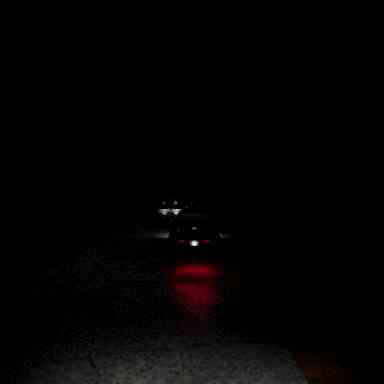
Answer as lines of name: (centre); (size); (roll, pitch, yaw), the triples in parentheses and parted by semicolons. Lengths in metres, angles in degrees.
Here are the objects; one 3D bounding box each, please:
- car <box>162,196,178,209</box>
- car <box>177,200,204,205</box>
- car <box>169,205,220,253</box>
car: (-2.900, 1.358, 45.219); (2.097, 1.767, 4.553); (0, 0, 0)
car: (0.075, 1.495, 29.591); (2.128, 1.511, 4.902); (0, 0, 0)
car: (0.090, 1.505, 13.718); (1.837, 1.490, 4.892); (0, 0, 0)
